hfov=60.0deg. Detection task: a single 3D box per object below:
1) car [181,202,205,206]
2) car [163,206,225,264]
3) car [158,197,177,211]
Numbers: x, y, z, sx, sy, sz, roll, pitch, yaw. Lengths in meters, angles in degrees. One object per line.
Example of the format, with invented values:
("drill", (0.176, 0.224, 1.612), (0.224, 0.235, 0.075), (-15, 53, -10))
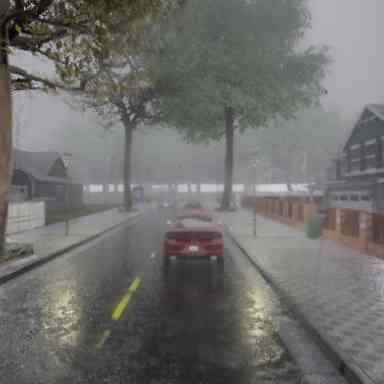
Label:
("car", (0.078, 1.472, 26.635), (1.994, 1.385, 4.181), (0, 0, 0))
("car", (0.075, 1.451, 11.836), (1.882, 1.535, 5.008), (0, 0, 1))
("car", (-2.808, 1.322, 38.658), (2.128, 1.511, 4.902), (0, 0, 0))
